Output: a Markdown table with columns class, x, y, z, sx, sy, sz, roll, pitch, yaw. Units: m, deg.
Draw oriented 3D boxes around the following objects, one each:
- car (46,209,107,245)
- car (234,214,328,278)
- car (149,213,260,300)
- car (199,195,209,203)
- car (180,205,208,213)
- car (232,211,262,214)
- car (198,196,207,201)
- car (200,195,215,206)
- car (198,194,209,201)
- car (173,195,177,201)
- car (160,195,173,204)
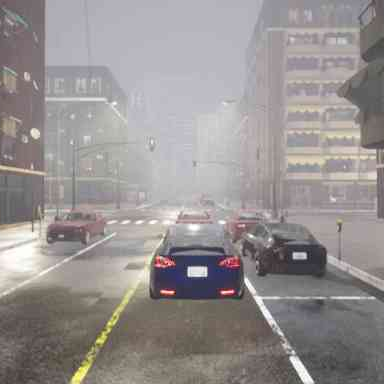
| class | x | y | z | sx | sy | sz | roll | pitch | yaw |
| --- | --- | --- | --- | --- | --- | --- | --- | --- | --- |
| car | -5.271 | 1.542 | 15.673 | 1.887 | 1.381 | 4.507 | 1 | 0 | 0 |
| car | 2.575 | 1.564 | 10.030 | 1.947 | 1.339 | 4.313 | 1 | 0 | 0 |
| car | 0.102 | 1.502 | 8.413 | 2.163 | 1.488 | 4.792 | 0 | 0 | 0 |
| car | 2.585 | 1.457 | 70.825 | 1.967 | 1.590 | 4.097 | 1 | 0 | 0 |
| car | 0.097 | 1.598 | 18.136 | 1.895 | 1.301 | 4.718 | 0 | 0 | 0 |
| car | 2.576 | 1.542 | 15.700 | 1.887 | 1.381 | 4.507 | 1 | 0 | 0 |
| car | 2.586 | 1.594 | 82.205 | 1.947 | 1.339 | 4.313 | 1 | 0 | 0 |
| car | 2.711 | 1.550 | 53.757 | 1.887 | 1.381 | 4.507 | 1 | 0 | 0 |
| car | 2.618 | 1.327 | 63.702 | 2.192 | 1.841 | 5.009 | 1 | 0 | 0 |
| car | -5.293 | 1.579 | 87.884 | 1.887 | 1.381 | 4.507 | 1 | 0 | 0 |
| car | -5.313 | 1.564 | 65.126 | 2.008 | 1.369 | 4.403 | 1 | 0 | 0 |
